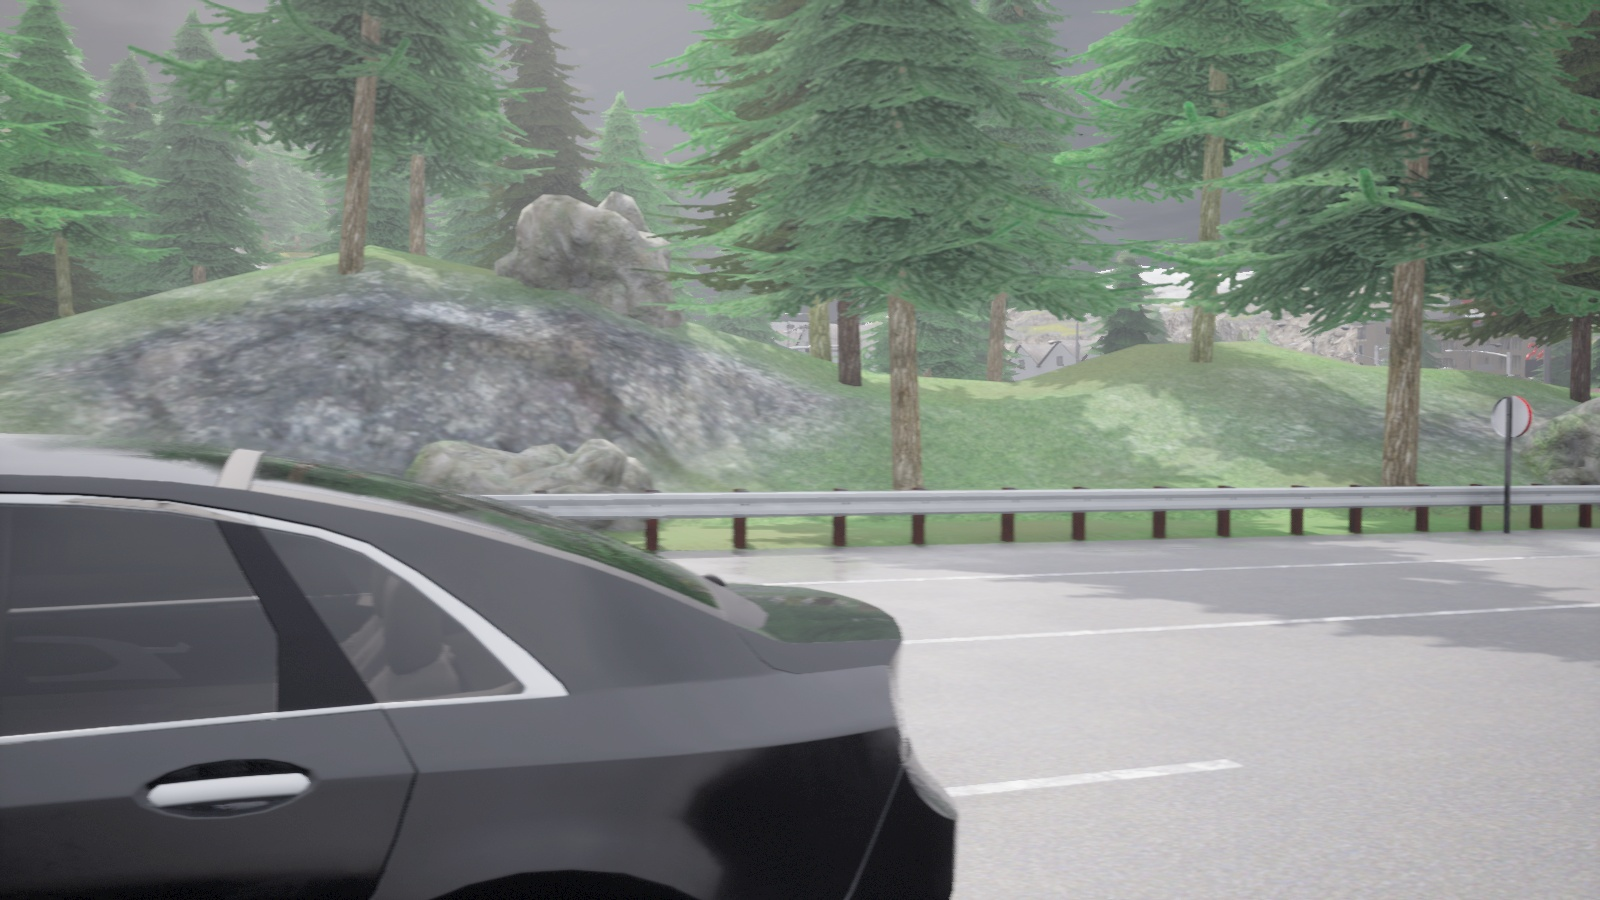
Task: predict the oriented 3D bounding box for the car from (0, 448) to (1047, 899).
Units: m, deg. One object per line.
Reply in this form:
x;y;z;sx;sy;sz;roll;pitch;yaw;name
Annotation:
-2.135;0.787;2.429;4.892;1.490;1.837;-1;1;-21;car
